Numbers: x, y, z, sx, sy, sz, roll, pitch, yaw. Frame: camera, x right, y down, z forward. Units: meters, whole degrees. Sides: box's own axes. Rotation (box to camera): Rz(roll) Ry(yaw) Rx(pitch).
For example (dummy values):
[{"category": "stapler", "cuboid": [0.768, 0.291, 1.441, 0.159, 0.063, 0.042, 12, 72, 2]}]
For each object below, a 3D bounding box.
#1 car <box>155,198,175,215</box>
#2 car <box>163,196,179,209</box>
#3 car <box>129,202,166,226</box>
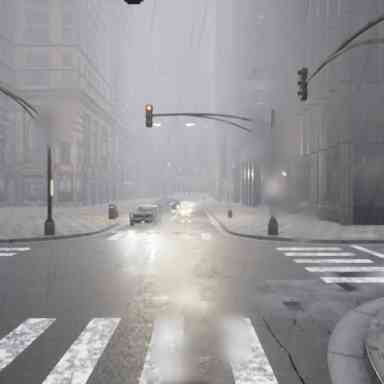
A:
[{"category": "car", "cuboid": [-3.106, 1.551, 33.225, 1.994, 1.385, 4.181, 0, 0, 0]}, {"category": "car", "cuboid": [-3.113, 1.337, 43.226, 2.097, 1.767, 4.553, 0, 0, 0]}, {"category": "car", "cuboid": [-3.109, 1.591, 23.282, 1.895, 1.301, 4.718, 0, 0, 0]}]
